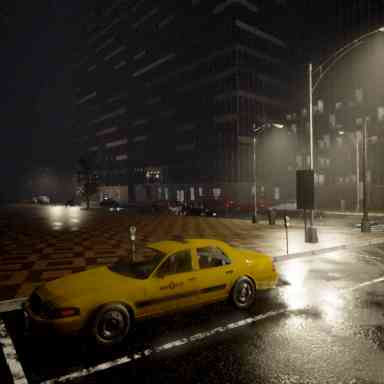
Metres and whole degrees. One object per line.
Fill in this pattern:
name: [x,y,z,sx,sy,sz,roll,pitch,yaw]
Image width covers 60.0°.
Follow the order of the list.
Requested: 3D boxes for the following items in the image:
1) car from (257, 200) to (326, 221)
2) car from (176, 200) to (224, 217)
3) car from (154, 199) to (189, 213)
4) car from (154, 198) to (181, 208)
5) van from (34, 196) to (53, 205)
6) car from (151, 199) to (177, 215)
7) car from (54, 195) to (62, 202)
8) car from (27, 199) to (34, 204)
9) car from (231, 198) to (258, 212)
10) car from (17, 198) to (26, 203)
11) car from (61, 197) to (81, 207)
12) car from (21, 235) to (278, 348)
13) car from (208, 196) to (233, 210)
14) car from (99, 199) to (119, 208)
car: [8.619,1.667,28.736,2.033,1.411,5.357,-2,1,-41]
car: [0.759,1.792,33.877,1.947,1.339,4.313,-2,1,-41]
car: [-2.652,1.724,41.813,1.837,1.490,4.892,-2,1,-41]
car: [-3.920,1.714,52.140,1.947,1.339,4.313,-2,1,-41]
van: [-32.407,1.852,72.323,1.690,1.788,3.998,-2,1,-41]
car: [-2.929,1.698,38.147,1.967,1.590,4.097,-2,1,-41]
car: [-33.445,1.943,86.363,1.887,1.381,4.507,-2,1,-41]
car: [-35.977,2.066,76.468,1.752,1.417,4.829,-2,1,-41]
car: [7.153,1.634,39.307,1.802,1.307,4.206,-2,1,-41]
car: [-43.345,2.126,85.012,1.752,1.417,4.829,-2,1,-41]
car: [-21.348,1.999,59.510,1.802,1.307,4.206,-2,1,-41]
car: [-0.465,1.524,6.245,4.829,1.417,1.752,0,-1,-35]
car: [3.454,1.399,43.579,2.192,1.841,5.009,-2,1,-41]
car: [-13.679,1.784,54.742,1.994,1.385,4.181,-2,1,-41]
